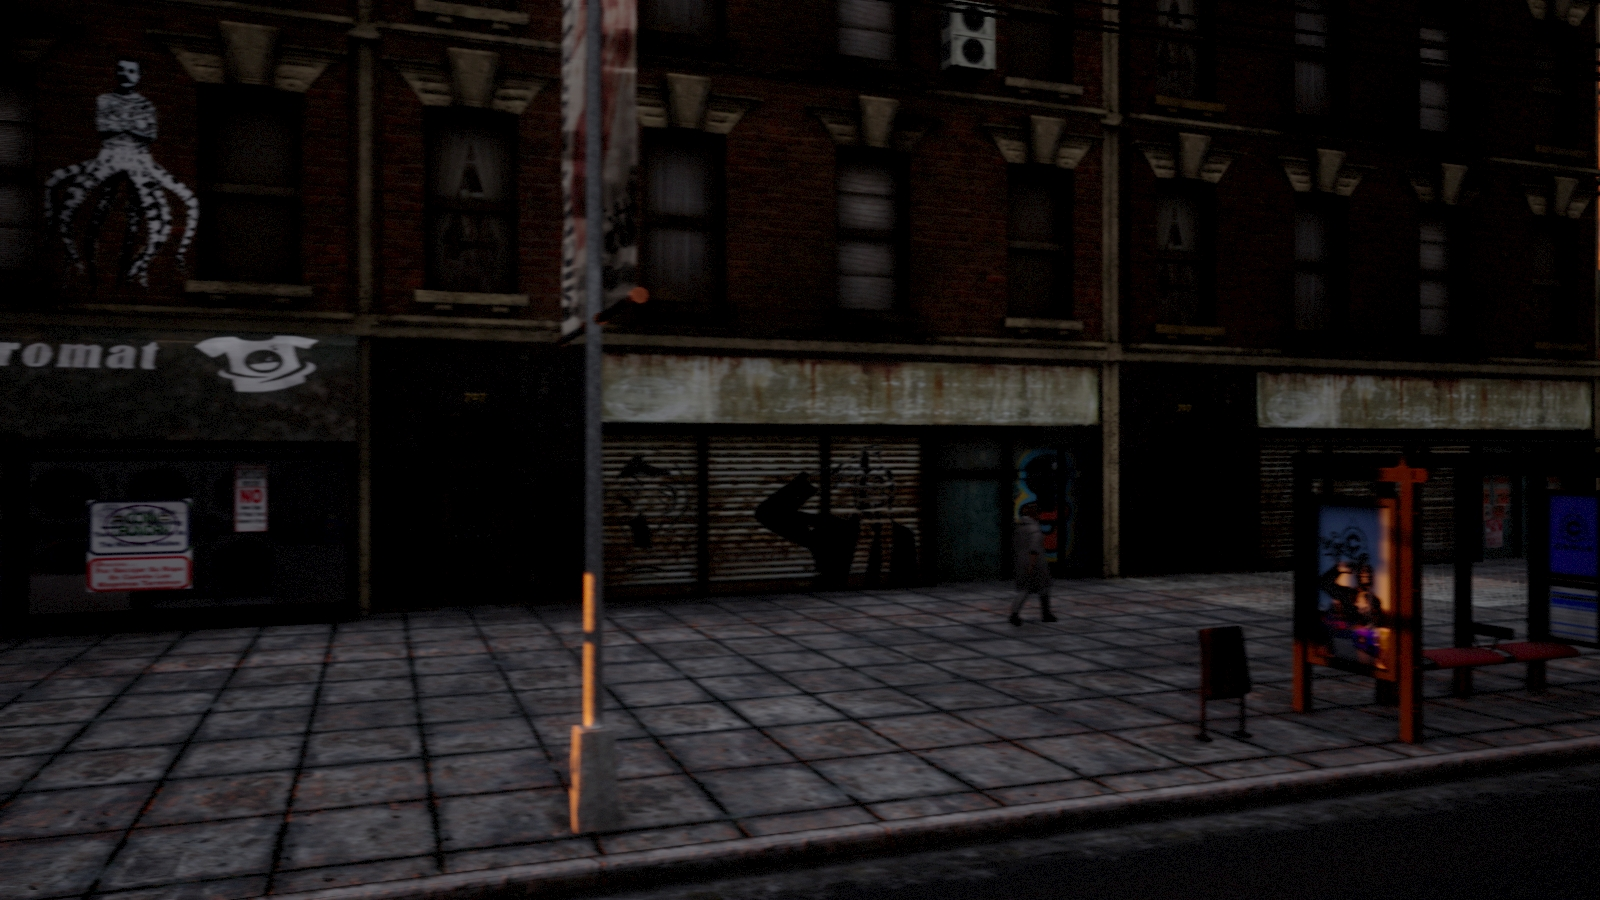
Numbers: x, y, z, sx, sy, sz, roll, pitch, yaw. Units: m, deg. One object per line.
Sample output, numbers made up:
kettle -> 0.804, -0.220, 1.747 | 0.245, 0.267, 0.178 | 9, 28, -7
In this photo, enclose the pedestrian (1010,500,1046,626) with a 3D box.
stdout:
pedestrian -> 3.450, 1.696, 17.274 | 0.375, 1.860, 0.375 | 0, 0, -33
